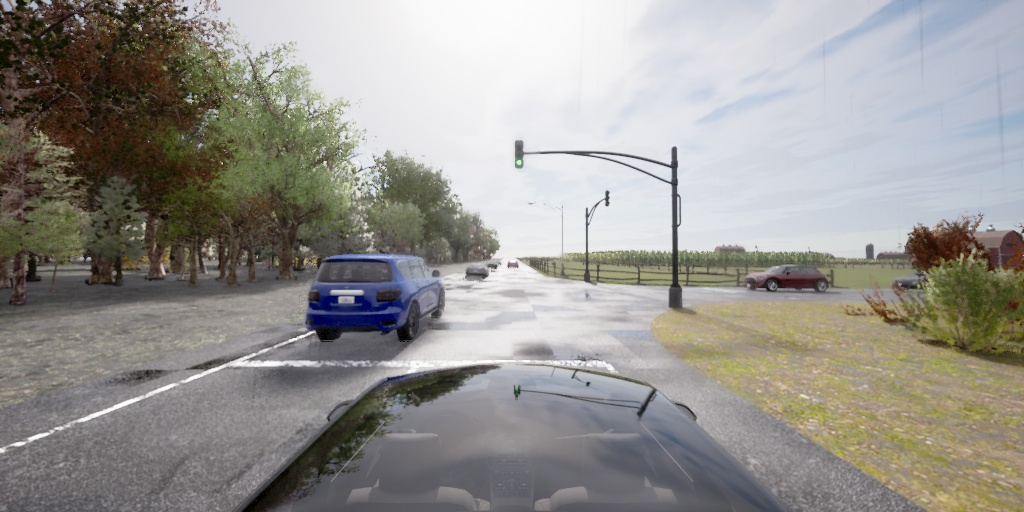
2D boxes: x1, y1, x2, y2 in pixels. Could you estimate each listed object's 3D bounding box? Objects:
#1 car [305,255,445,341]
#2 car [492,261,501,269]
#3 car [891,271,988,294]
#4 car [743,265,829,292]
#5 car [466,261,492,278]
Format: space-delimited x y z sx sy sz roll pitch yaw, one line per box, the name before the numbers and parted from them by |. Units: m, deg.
car | -3.388 0.989 10.027 2.150 2.045 5.566 0 0 0
car | -3.328 1.452 58.698 1.895 1.301 4.718 0 0 0
car | 27.720 1.651 23.348 4.892 1.490 1.837 1 -1 1
car | 17.764 1.389 23.443 4.553 1.767 2.097 1 -1 1
car | -3.356 1.376 35.024 1.994 1.385 4.181 0 0 0
